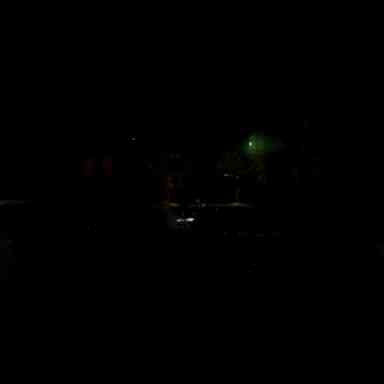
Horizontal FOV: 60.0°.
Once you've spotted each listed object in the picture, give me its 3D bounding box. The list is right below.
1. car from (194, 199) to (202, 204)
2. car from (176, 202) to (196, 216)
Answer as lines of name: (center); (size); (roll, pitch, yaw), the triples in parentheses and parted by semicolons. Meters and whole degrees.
car: (1.574, 2.648, 89.553); (1.994, 1.385, 4.181); (0, -1, 3)
car: (-0.847, 2.163, 39.506); (1.895, 1.301, 4.718); (0, -1, 3)
